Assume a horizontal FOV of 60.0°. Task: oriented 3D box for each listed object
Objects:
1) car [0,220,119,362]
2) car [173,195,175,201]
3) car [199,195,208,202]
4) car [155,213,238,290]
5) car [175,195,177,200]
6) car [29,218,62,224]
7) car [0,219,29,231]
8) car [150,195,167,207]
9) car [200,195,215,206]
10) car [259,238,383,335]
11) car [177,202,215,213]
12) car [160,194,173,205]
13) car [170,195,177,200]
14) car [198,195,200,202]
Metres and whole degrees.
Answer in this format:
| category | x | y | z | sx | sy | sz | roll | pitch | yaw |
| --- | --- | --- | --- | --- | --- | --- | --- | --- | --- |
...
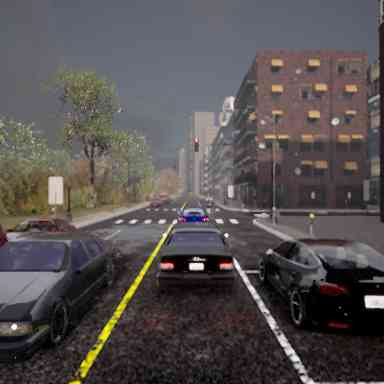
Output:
| category | x | y | z | sx | sy | sz | roll | pitch | yaw |
| --- | --- | --- | --- | --- | --- | --- | --- | --- | --- |
| car | -2.816 | 1.547 | 6.522 | 2.033 | 1.411 | 5.357 | 0 | 0 | 0 |
| car | -5.271 | 1.329 | 66.750 | 2.192 | 1.841 | 5.009 | 1 | 0 | 0 |
| car | 2.614 | 1.464 | 78.937 | 1.967 | 1.590 | 4.097 | 1 | 0 | 0 |
| car | 0.104 | 1.546 | 9.212 | 2.033 | 1.411 | 5.357 | 0 | 0 | 0 |
| car | -5.265 | 1.579 | 83.777 | 2.008 | 1.369 | 4.403 | 1 | 0 | 0 |
| car | -5.302 | 1.581 | 11.606 | 1.802 | 1.307 | 4.206 | 1 | 0 | 0 |
| car | -5.303 | 1.314 | 5.952 | 2.192 | 1.841 | 5.009 | 1 | 0 | 0 |
| car | -5.282 | 1.549 | 49.721 | 1.887 | 1.381 | 4.507 | 1 | 0 | 0 |
| car | 2.598 | 1.556 | 50.521 | 2.008 | 1.369 | 4.403 | 1 | 0 | 0 |
| car | 2.575 | 1.565 | 6.704 | 1.947 | 1.339 | 4.313 | 1 | 0 | 0 |
| car | 0.117 | 1.524 | 18.825 | 1.812 | 1.442 | 4.674 | 0 | 0 | 0 |
| car | -5.274 | 1.326 | 61.073 | 2.192 | 1.841 | 5.009 | 1 | 0 | 0 |
| car | -5.259 | 1.592 | 95.130 | 2.008 | 1.369 | 4.403 | 1 | 0 | 0 |
| car | 2.607 | 1.596 | 67.570 | 1.802 | 1.307 | 4.206 | 1 | 0 | 0 |
